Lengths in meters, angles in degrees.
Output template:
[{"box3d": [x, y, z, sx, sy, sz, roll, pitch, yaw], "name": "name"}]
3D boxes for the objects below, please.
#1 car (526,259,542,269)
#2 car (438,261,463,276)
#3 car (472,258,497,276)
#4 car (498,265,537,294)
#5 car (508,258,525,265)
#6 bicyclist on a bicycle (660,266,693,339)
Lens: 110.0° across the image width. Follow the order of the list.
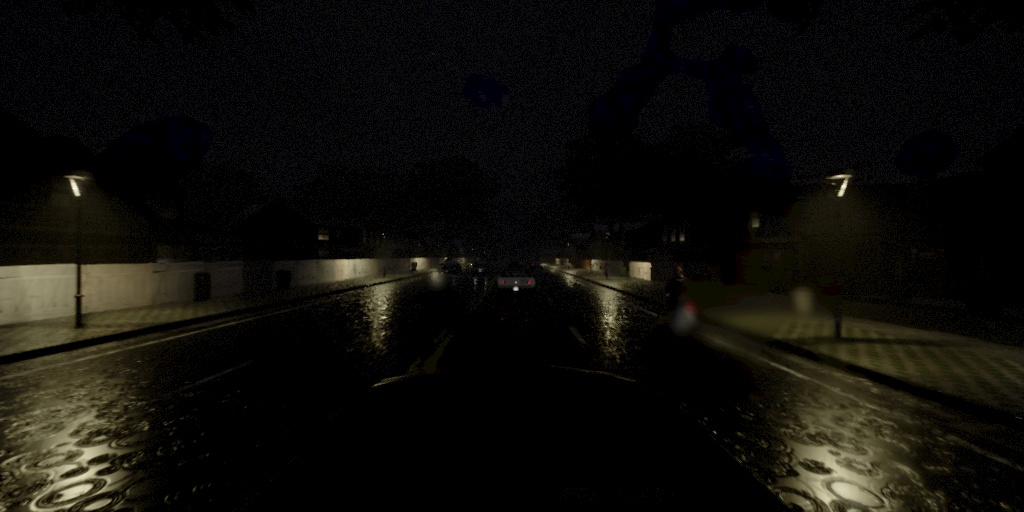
[{"box3d": [3.739, 1.333, 56.417, 2.033, 1.411, 5.357, 0, 0, 0], "name": "car"}, {"box3d": [-6.343, 1.235, 37.362, 1.812, 1.442, 4.674, 0, 0, 1], "name": "car"}, {"box3d": [-3.090, 1.221, 37.538, 2.128, 1.511, 4.902, 0, 0, 0], "name": "car"}, {"box3d": [0.224, 1.349, 20.213, 1.895, 1.301, 4.718, 0, 0, 0], "name": "car"}, {"box3d": [0.478, 1.115, 54.506, 2.097, 1.767, 4.553, 0, 0, 0], "name": "car"}, {"box3d": [4.188, 1.144, 9.260, 0.659, 1.776, 1.843, 0, 0, 0], "name": "bicyclist on a bicycle"}]
